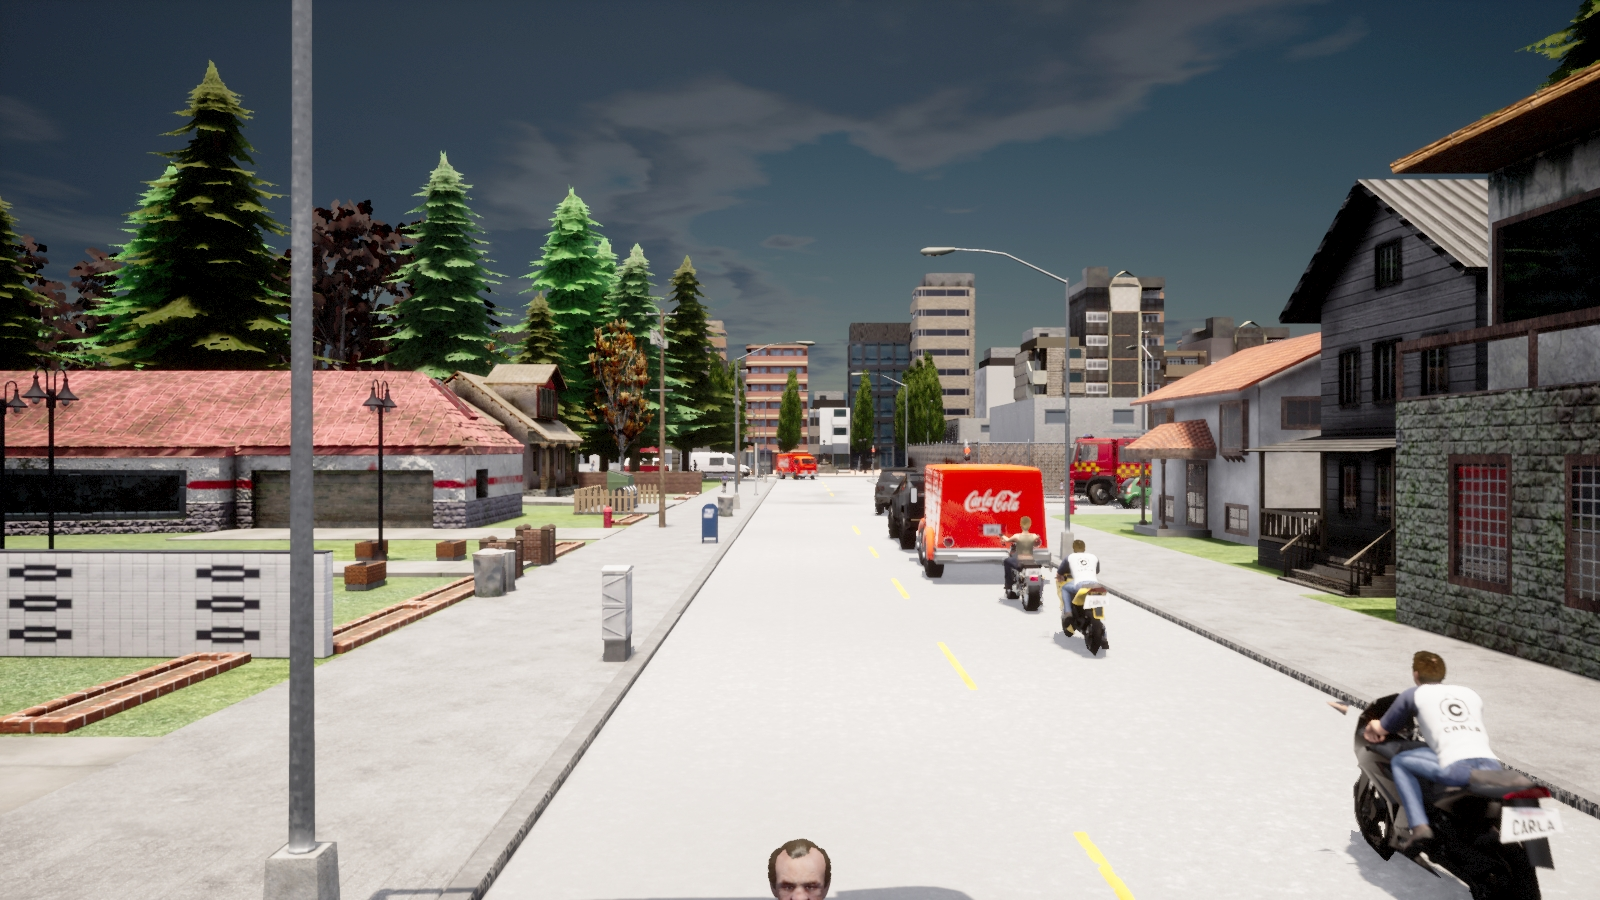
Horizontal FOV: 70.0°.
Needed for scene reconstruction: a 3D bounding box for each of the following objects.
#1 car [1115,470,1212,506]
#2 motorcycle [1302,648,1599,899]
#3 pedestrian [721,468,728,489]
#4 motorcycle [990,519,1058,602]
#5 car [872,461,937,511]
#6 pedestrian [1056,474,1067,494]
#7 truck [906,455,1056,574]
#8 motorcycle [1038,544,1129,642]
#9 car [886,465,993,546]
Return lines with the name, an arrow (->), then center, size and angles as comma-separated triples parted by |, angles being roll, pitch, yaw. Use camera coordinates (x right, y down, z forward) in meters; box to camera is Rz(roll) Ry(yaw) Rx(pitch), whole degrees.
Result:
car -> 17.137, 1.780, 54.003 | 3.988, 1.617, 1.851 | 0, 0, 1
motorcycle -> 3.999, 1.993, 7.168 | 0.803, 1.145, 2.033 | 0, 0, 0
pedestrian -> -4.770, 1.803, 72.096 | 0.375, 1.300, 0.375 | 0, 0, 3
motorcycle -> 3.997, 1.950, 20.606 | 0.764, 1.277, 2.356 | 0, 0, 0
car -> 4.750, 1.560, 51.257 | 2.150, 2.045, 5.566 | 0, 0, 13
pedestrian -> 14.486, 1.896, 63.232 | 0.500, 1.100, 0.500 | 0, 0, 4
truck -> 3.998, 1.345, 26.316 | 2.627, 2.467, 5.204 | 0, 0, 0
motorcycle -> 3.995, 1.993, 16.270 | 0.803, 1.145, 2.033 | 0, 0, 0
car -> 3.989, 1.534, 33.871 | 2.390, 2.098, 6.274 | 0, 0, 0
